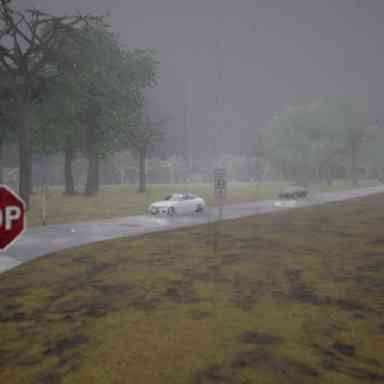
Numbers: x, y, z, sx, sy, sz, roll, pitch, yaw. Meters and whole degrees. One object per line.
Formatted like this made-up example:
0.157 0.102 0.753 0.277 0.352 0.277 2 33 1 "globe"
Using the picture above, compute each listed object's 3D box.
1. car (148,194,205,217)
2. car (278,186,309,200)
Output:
-0.978 0.865 23.738 1.812 1.442 4.674 1 3 42 "car"
11.596 0.077 37.790 1.882 1.535 5.008 1 3 42 "car"
